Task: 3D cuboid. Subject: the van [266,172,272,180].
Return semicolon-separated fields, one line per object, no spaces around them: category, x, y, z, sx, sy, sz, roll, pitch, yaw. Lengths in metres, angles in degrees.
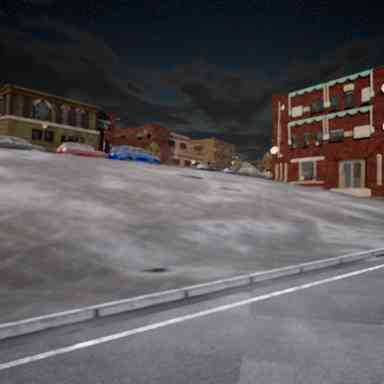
van;12.254;-2.215;54.337;1.878;1.987;4.442;0;-2;38

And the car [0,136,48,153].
car;-13.463;-3.363;25.021;4.892;1.521;2.231;2;-1;-44

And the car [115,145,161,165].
car;-5.620;-3.330;33.084;2.435;2.045;5.566;0;-1;44

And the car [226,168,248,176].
car;5.279;-2.455;45.562;2.002;1.452;4.674;0;-2;40

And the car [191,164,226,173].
car;1.715;-2.672;41.323;2.002;1.452;4.674;0;-2;41

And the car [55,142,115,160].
car;-9.496;-3.358;29.026;2.185;1.767;4.553;0;-1;45

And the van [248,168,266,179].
van;8.868;-2.476;49.962;1.878;1.987;4.442;0;-2;39
